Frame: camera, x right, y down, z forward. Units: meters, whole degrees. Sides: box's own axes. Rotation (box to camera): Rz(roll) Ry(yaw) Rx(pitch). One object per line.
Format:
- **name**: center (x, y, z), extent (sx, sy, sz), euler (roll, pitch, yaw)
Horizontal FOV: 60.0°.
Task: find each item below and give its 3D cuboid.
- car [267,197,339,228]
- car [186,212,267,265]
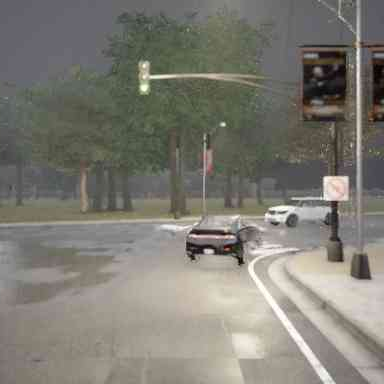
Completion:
- **car**: center (7.965, 1.391, 23.914), extent (5.566, 2.045, 2.150), euler (0, -1, -23)
- **car**: center (1.280, 1.563, 12.183), extent (2.128, 1.511, 4.902), euler (-1, 0, 19)
